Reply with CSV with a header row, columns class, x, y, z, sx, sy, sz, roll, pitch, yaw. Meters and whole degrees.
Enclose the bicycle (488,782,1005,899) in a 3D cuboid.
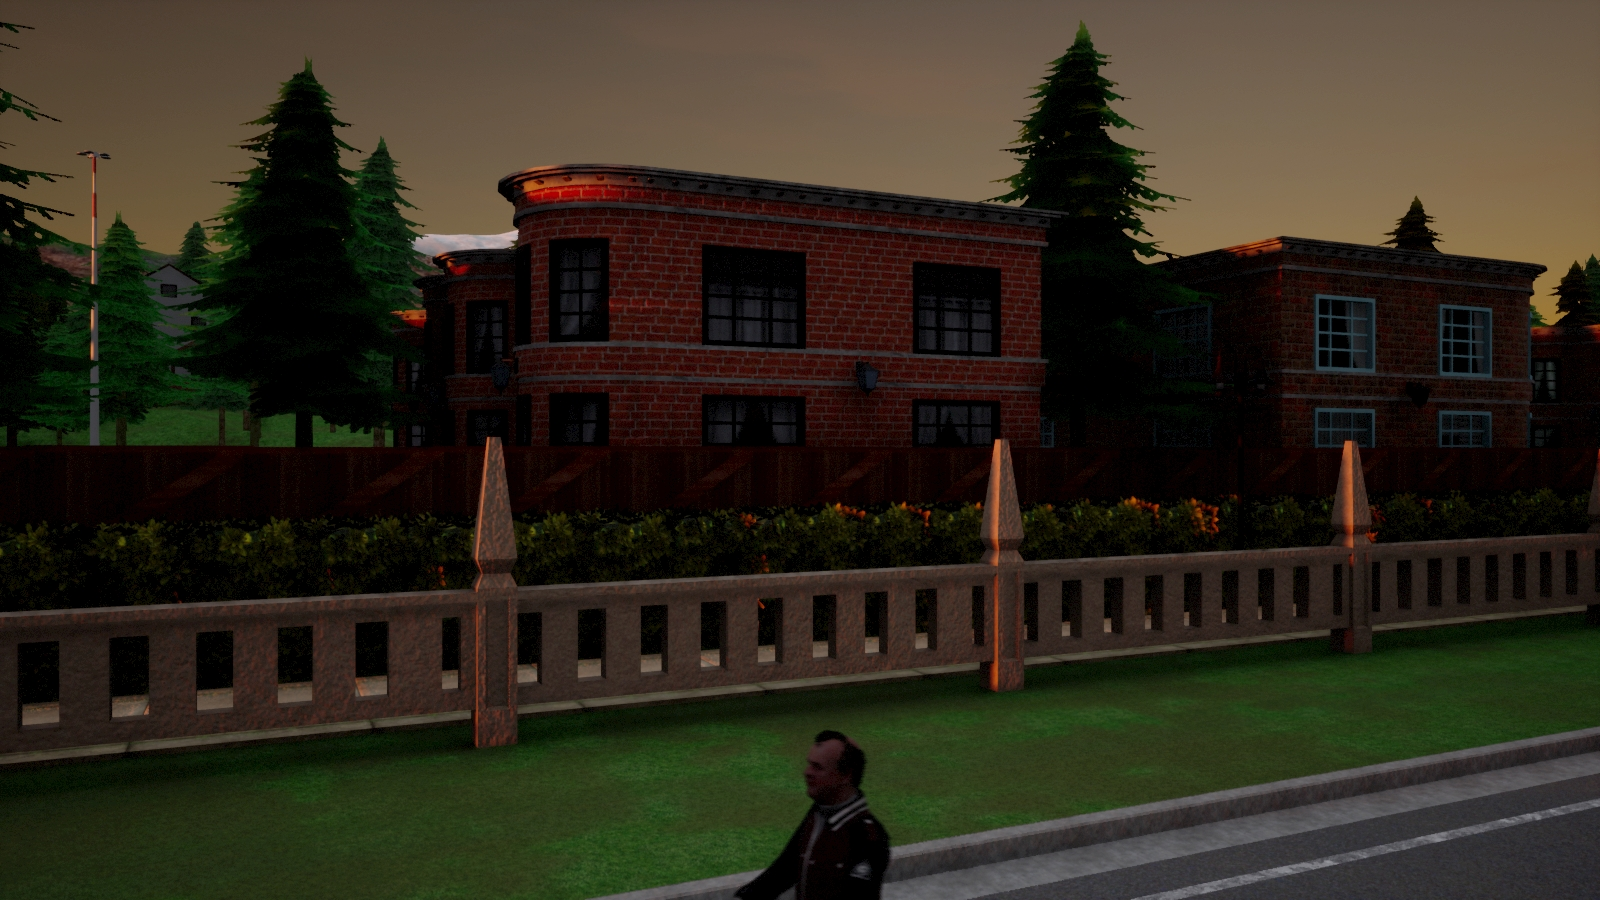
class,x,y,z,sx,sy,sz,roll,pitch,yaw
bicycle,-0.136,2.060,4.035,1.835,1.471,0.329,0,0,-25
